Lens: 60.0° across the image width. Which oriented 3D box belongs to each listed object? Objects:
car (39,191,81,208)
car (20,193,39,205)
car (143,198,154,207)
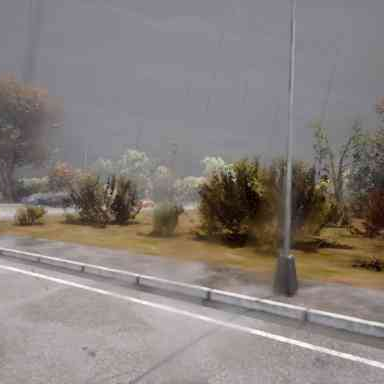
[{"bbox_3d":[-16.135,0.931,42.223,2.150,2.045,5.566,2,-2,20],"label":"car"},{"bbox_3d":[-19.654,0.929,42.780,2.097,1.767,4.553,2,-2,20],"label":"car"},{"bbox_3d":[-8.851,1.978,62.285,2.097,1.767,4.553,2,-2,20],"label":"car"}]
